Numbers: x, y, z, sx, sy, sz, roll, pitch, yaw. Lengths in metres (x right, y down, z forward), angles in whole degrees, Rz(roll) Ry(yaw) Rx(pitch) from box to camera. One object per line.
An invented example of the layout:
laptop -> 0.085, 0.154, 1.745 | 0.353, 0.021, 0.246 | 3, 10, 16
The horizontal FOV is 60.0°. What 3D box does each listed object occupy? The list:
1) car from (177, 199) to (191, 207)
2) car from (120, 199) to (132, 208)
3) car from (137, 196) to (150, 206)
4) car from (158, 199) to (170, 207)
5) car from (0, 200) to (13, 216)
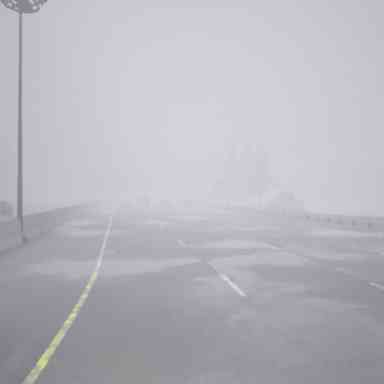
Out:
car -> -1.494, 2.028, 61.336 | 2.033, 1.411, 5.357 | 0, 0, -11
car -> -11.563, 2.014, 58.362 | 2.033, 1.411, 5.357 | 0, 0, -15
car -> -9.525, 1.740, 65.311 | 2.150, 2.045, 5.566 | 0, 0, -12
car -> -5.232, 2.037, 62.052 | 2.033, 1.411, 5.357 | 0, 0, -11
car -> -15.269, 1.369, 25.723 | 1.837, 1.490, 4.892 | 0, 0, -12
